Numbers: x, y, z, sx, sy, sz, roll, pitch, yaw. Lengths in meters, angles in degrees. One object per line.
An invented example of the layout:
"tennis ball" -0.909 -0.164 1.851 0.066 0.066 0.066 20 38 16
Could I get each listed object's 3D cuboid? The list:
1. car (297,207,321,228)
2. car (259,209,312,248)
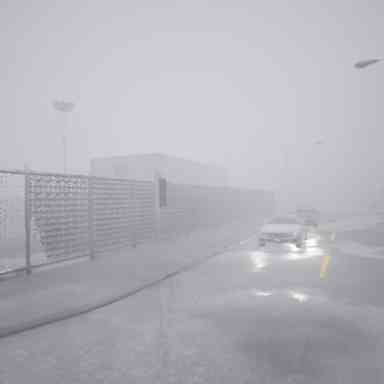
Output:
"car" 8.857 1.902 25.712 2.128 1.511 4.902 -2 -1 25
"car" 4.633 1.818 16.526 1.812 1.442 4.674 -2 -1 24
